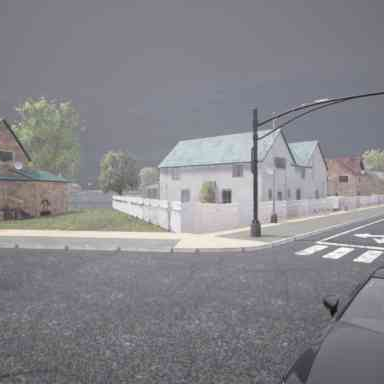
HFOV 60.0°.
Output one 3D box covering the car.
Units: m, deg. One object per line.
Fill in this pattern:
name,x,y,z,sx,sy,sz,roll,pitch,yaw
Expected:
car,2.531,1.524,3.416,1.812,1.442,4.674,0,0,42
